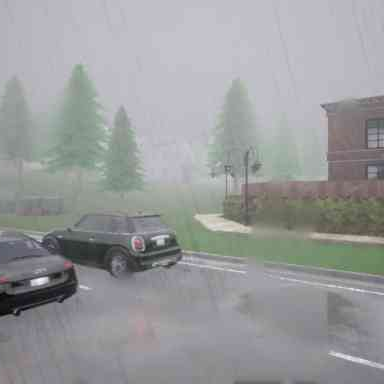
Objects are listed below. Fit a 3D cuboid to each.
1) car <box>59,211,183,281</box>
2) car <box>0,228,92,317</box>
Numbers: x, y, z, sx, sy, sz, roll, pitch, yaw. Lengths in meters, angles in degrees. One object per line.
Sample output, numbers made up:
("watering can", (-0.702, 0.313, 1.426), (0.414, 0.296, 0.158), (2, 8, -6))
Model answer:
("car", (-2.558, 1.354, 10.114), (4.553, 1.767, 2.097), (0, 0, 36))
("car", (-4.339, 1.564, 7.085), (4.181, 1.385, 1.994), (0, 0, 36))
